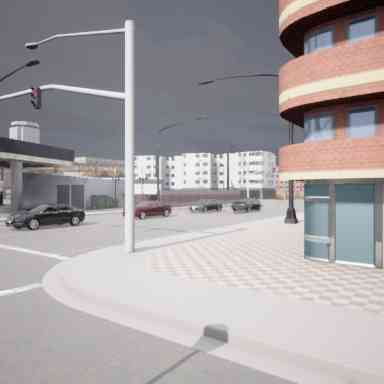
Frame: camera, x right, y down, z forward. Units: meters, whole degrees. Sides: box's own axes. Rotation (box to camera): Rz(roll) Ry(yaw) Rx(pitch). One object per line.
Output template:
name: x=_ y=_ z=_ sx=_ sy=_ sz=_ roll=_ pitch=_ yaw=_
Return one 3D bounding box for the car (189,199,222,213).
car: x=1.581 y=1.491 z=36.838 sx=2.128 sy=1.511 sz=4.902 roll=0 pitch=0 yaw=35

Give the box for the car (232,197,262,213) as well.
car: x=6.154 y=1.491 z=36.961 sx=2.128 sy=1.511 sz=4.902 roll=0 pitch=0 yaw=35

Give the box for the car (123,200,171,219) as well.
car: x=-3.838 y=1.478 z=28.991 sx=1.882 sy=1.535 sz=5.008 roll=0 pitch=0 yaw=34

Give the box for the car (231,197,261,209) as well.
car: x=7.490 y=1.491 z=45.364 sx=2.128 sy=1.511 sz=4.902 roll=0 pitch=0 yaw=35

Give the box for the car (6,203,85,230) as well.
car: x=-9.163 y=1.505 z=21.211 sx=1.837 sy=1.490 sz=4.892 roll=0 pitch=0 yaw=34
